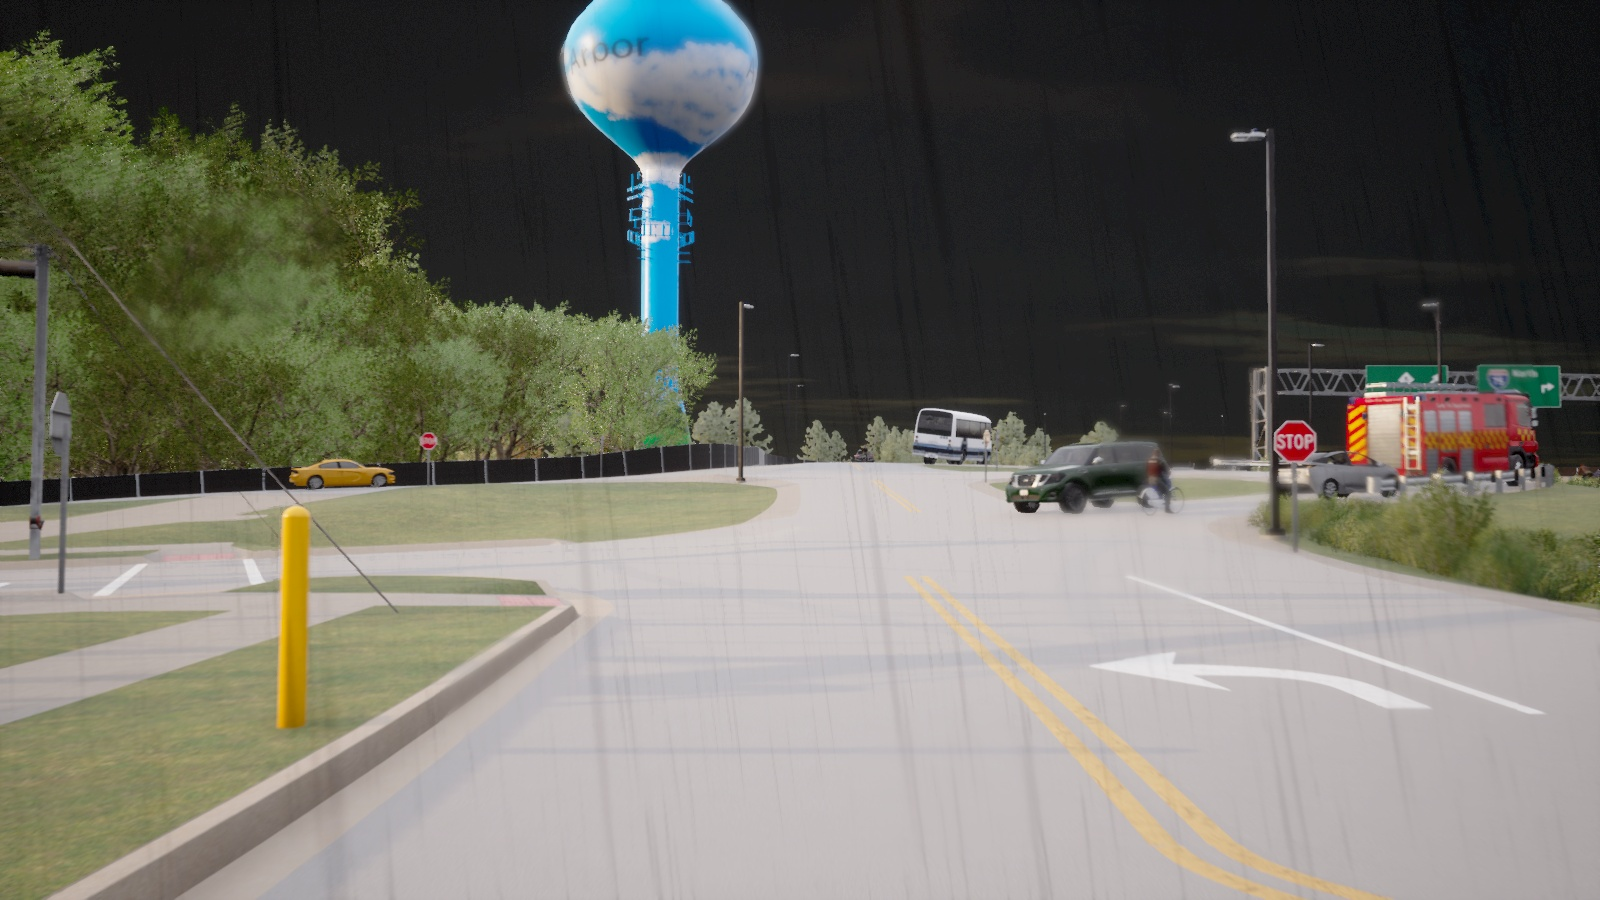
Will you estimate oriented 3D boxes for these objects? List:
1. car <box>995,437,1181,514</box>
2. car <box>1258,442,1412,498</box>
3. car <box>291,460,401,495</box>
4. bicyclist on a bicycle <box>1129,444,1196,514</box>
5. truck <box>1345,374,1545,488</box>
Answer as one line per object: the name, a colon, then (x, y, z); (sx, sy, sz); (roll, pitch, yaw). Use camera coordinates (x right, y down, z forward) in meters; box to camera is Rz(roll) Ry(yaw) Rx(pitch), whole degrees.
car: (8.703, 0.737, 37.768); (5.566, 2.045, 2.150); (-2, -1, -35)
car: (16.562, 0.613, 38.823); (4.514, 1.525, 2.007); (-2, -1, -30)
car: (-22.944, 1.381, 63.534); (5.008, 1.535, 1.882); (-2, 1, -27)
bicyclist on a bicycle: (9.656, 0.769, 33.423); (1.843, 1.776, 0.659); (-2, -1, -38)
truck: (23.784, -0.709, 46.114); (8.468, 3.827, 2.891); (-2, 0, -36)
